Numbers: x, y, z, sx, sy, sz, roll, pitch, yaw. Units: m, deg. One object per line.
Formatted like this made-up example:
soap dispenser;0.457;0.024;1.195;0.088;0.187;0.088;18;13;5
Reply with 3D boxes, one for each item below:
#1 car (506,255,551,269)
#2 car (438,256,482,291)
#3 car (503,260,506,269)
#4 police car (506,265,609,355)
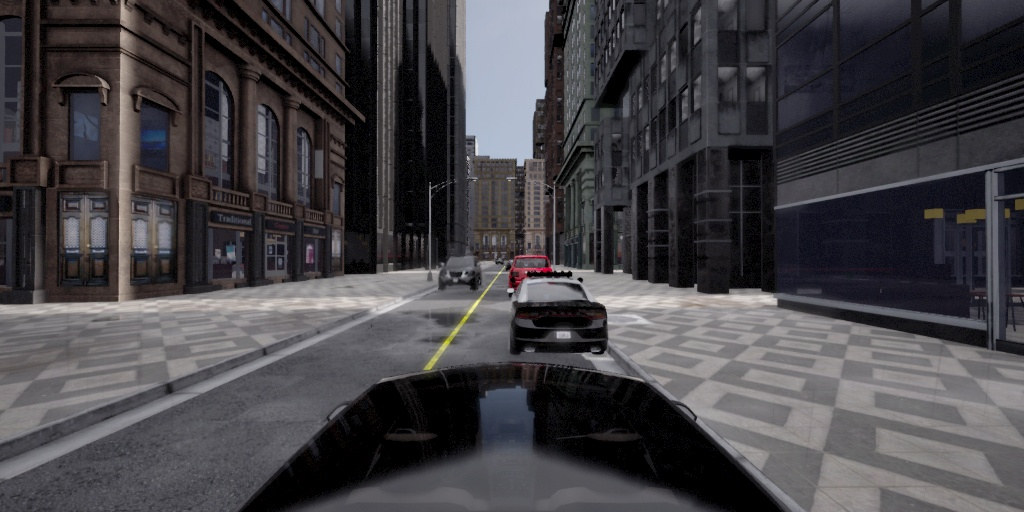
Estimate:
car;0.915;0.985;18.778;2.150;2.045;5.566;0;0;0
car;-3.082;0.986;22.372;2.150;2.045;5.566;0;0;0
car;0.092;1.414;48.560;1.895;1.301;4.718;0;0;1
police car;0.905;1.179;8.856;1.930;1.638;5.238;0;0;0
